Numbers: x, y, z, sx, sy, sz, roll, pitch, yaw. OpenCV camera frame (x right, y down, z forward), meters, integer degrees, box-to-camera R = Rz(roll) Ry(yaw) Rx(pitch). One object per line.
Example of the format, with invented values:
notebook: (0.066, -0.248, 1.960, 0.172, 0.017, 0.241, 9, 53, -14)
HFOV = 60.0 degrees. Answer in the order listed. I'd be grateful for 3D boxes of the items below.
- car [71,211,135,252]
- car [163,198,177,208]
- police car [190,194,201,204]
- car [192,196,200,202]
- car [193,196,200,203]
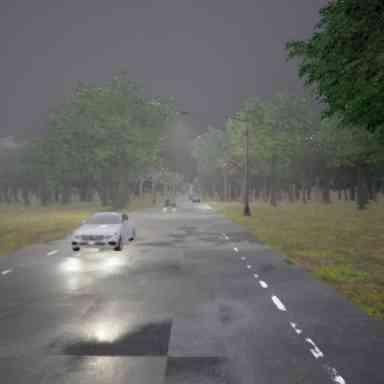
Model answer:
car: (-3.608, 1.569, 14.293, 1.812, 1.442, 4.674, 0, 0, 0)
car: (-3.557, 1.842, 54.882, 1.837, 1.490, 4.892, 0, 0, 0)
police car: (1.060, 1.907, 78.905, 1.930, 1.638, 5.238, 0, 0, 0)
car: (1.061, 1.907, 94.769, 2.097, 1.767, 4.553, 0, 0, 0)
car: (1.061, 1.987, 88.986, 1.801, 1.575, 5.366, 0, 0, 0)
